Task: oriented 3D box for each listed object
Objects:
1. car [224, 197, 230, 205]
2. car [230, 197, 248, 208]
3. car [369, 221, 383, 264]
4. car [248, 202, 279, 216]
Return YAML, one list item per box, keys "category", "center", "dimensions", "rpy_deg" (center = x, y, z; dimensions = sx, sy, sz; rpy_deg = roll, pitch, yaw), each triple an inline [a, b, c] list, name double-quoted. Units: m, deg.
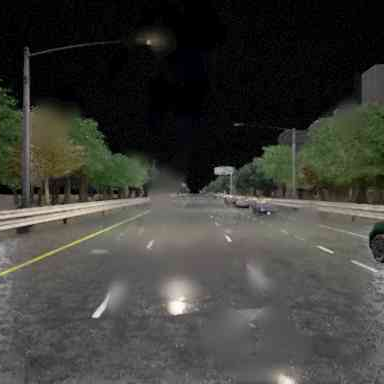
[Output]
- category: "car"
  center: [7.243, 1.647, 64.491]
  dimensions: [2.128, 1.511, 4.902]
  rpy_deg: [0, 0, 0]
- category: "car"
  center: [7.143, 1.678, 48.915]
  dimensions: [1.994, 1.385, 4.181]
  rpy_deg: [0, 0, 0]
- category: "car"
  center: [7.005, 1.234, 8.802]
  dimensions: [2.150, 2.045, 5.566]
  rpy_deg: [0, 0, 0]
- category: "car"
  center: [7.065, 1.666, 32.719]
  dimensions: [1.895, 1.301, 4.718]
  rpy_deg: [0, 0, 0]
